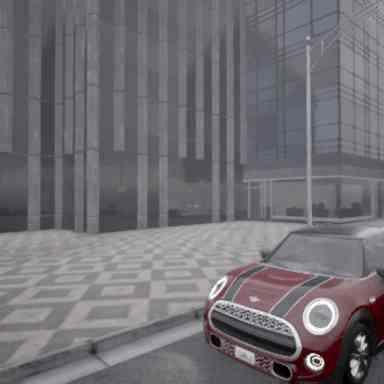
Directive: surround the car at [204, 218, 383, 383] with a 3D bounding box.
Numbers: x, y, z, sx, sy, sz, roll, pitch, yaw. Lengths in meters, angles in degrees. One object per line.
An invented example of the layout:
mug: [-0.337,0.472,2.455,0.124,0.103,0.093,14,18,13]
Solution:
car: [2.315,1.397,5.557,4.553,1.767,2.097,0,-1,-42]
